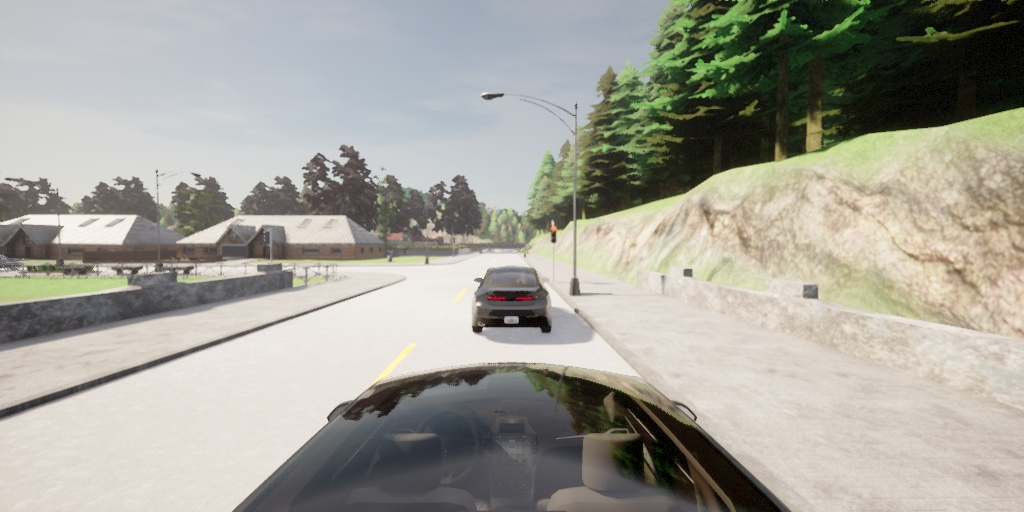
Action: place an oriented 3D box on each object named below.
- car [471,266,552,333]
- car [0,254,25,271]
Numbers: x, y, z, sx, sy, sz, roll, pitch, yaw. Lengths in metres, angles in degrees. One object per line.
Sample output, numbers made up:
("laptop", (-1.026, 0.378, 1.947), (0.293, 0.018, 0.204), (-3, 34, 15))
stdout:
("car", (-0.010, 1.010, 9.799), (1.837, 1.490, 4.892), (0, 1, 0))
("car", (-41.306, 0.449, 27.973), (4.902, 1.511, 2.128), (0, 2, 0))
